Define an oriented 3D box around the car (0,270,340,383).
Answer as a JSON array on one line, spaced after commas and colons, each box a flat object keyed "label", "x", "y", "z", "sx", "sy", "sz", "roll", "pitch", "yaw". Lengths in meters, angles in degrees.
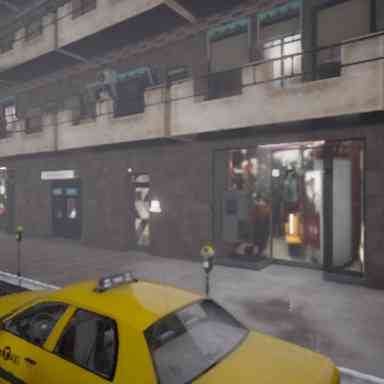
[{"label": "car", "x": -0.998, "y": 1.531, "z": 3.580, "sx": 4.829, "sy": 1.417, "sz": 1.752, "roll": 0, "pitch": 0, "yaw": 35}]
